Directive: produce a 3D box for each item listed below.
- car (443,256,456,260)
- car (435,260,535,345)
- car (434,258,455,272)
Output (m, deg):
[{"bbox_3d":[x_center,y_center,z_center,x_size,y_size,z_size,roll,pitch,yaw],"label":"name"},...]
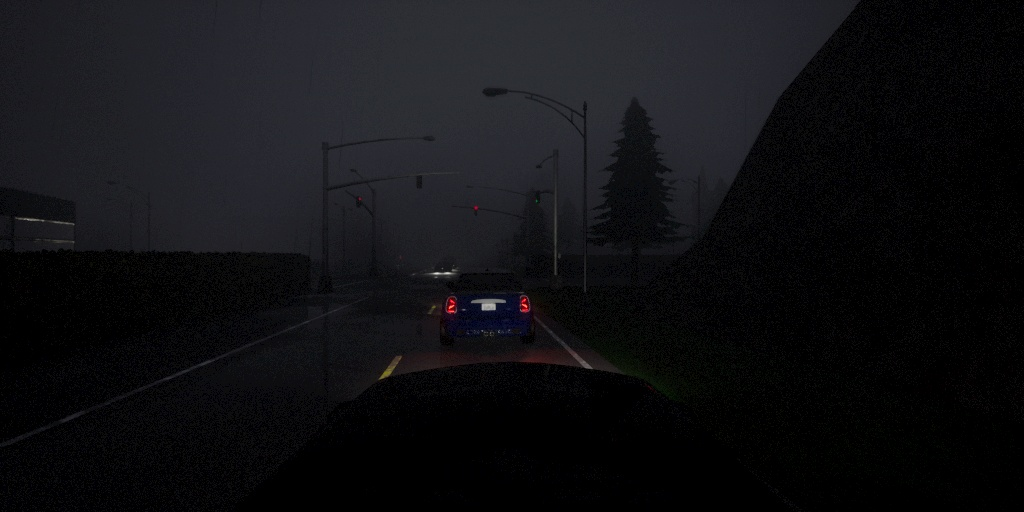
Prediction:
[{"bbox_3d":[-9.767,0.973,55.177,2.150,2.045,5.566,0,0,-7],"label":"car"},{"bbox_3d":[-0.730,1.102,9.739,2.097,1.767,4.553,0,0,-6],"label":"car"},{"bbox_3d":[-8.553,1.314,44.818,1.994,1.385,4.181,0,0,-7],"label":"car"}]
